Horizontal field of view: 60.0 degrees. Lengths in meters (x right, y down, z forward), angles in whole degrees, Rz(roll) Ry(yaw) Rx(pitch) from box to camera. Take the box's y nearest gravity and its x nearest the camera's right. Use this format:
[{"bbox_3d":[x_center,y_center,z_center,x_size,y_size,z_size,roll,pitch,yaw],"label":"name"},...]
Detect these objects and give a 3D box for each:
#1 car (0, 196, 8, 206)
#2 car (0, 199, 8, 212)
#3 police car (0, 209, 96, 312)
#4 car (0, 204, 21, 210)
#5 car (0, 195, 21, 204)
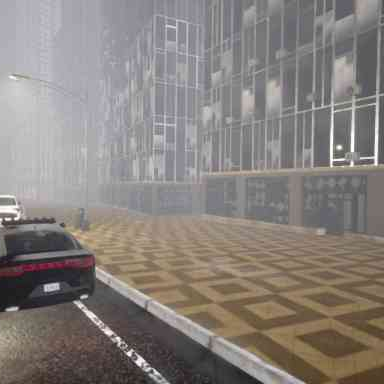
[{"bbox_3d":[-30.879,1.430,53.738,1.882,1.535,5.008,0,0,-31],"label":"car"},{"bbox_3d":[-22.663,1.577,38.831,1.895,1.301,4.718,0,0,-27],"label":"car"},{"bbox_3d":[-3.843,1.422,7.822,1.930,1.638,5.238,0,0,-34],"label":"police car"},{"bbox_3d":[-9.075,1.520,15.923,1.812,1.442,4.674,0,0,-32],"label":"car"},{"bbox_3d":[-12.099,1.216,20.969,2.150,2.045,5.566,0,0,-30],"label":"car"}]
